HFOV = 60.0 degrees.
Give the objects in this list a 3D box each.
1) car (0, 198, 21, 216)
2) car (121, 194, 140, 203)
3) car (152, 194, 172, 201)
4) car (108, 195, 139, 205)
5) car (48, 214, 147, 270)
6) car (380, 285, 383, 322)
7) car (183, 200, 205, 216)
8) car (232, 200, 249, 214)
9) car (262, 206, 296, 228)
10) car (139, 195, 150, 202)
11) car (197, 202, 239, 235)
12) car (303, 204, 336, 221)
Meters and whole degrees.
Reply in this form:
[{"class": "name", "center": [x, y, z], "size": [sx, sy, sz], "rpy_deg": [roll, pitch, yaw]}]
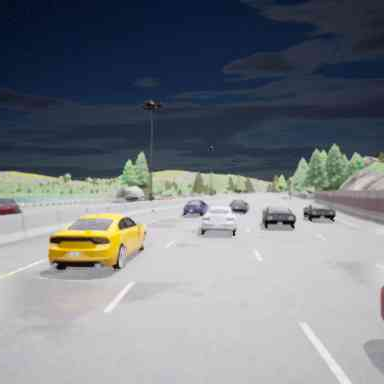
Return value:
[{"class": "car", "center": [-15.272, 1.262, 25.293], "size": [2.097, 1.767, 4.553], "rpy_deg": [0, 0, 10]}, {"class": "car", "center": [-12.410, 1.286, 67.595], "size": [1.882, 1.535, 5.008], "rpy_deg": [0, 0, 14]}, {"class": "car", "center": [-5.598, 1.247, 65.996], "size": [2.097, 1.767, 4.553], "rpy_deg": [0, 0, 14]}, {"class": "car", "center": [-8.505, 1.429, 40.257], "size": [1.812, 1.442, 4.674], "rpy_deg": [0, 0, 14]}, {"class": "car", "center": [-2.811, 1.450, 11.000], "size": [1.882, 1.535, 5.008], "rpy_deg": [0, 0, 5]}, {"class": "car", "center": [3.684, 1.228, 2.318], "size": [2.150, 2.045, 5.566], "rpy_deg": [0, 0, 1]}, {"class": "car", "center": [0.421, 1.472, 31.466], "size": [1.812, 1.442, 4.674], "rpy_deg": [0, 0, 13]}, {"class": "car", "center": [4.999, 1.517, 35.583], "size": [1.994, 1.385, 4.181], "rpy_deg": [0, 0, 14]}, {"class": "car", "center": [5.616, 1.579, 21.977], "size": [1.895, 1.301, 4.718], "rpy_deg": [0, 0, 10]}, {"class": "car", "center": [-9.014, 1.326, 66.760], "size": [2.128, 1.511, 4.902], "rpy_deg": [0, 0, 14]}, {"class": "car", "center": [1.575, 1.498, 18.682], "size": [1.812, 1.442, 4.674], "rpy_deg": [0, 0, 8]}, {"class": "car", "center": [10.099, 1.584, 26.749], "size": [1.895, 1.301, 4.718], "rpy_deg": [0, 0, 12]}]
